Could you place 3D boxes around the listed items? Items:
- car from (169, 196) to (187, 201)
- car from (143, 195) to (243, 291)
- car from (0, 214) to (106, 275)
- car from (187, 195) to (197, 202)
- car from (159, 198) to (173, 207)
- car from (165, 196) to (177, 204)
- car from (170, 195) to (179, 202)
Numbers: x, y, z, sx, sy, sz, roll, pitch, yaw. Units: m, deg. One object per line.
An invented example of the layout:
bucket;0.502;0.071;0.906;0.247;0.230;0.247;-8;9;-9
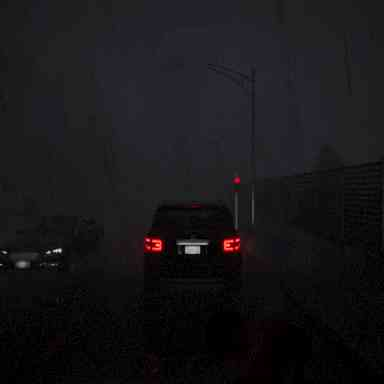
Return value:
car;-3.803;1.595;87.234;4.718;1.301;1.895;0;0;40
car;0.033;1.221;9.158;2.150;2.045;5.566;0;0;0
car;-4.112;1.491;10.516;2.128;1.511;4.902;0;0;0
car;-0.097;1.478;77.545;1.882;1.535;5.008;0;0;-4
car;-4.153;1.601;53.590;1.895;1.301;4.718;0;0;0
car;-4.113;1.547;65.510;2.033;1.411;5.357;0;0;0
car;-4.119;1.547;79.171;1.994;1.385;4.181;0;0;-4
